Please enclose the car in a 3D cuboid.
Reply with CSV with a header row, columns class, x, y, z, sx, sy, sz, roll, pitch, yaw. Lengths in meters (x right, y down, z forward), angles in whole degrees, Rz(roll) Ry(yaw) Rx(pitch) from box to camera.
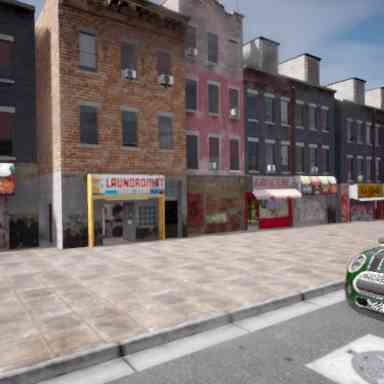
class,x,y,z,sx,sy,sz,roll,pitch,yaw
car,5.123,1.354,6.742,4.553,1.767,2.097,0,0,-35
